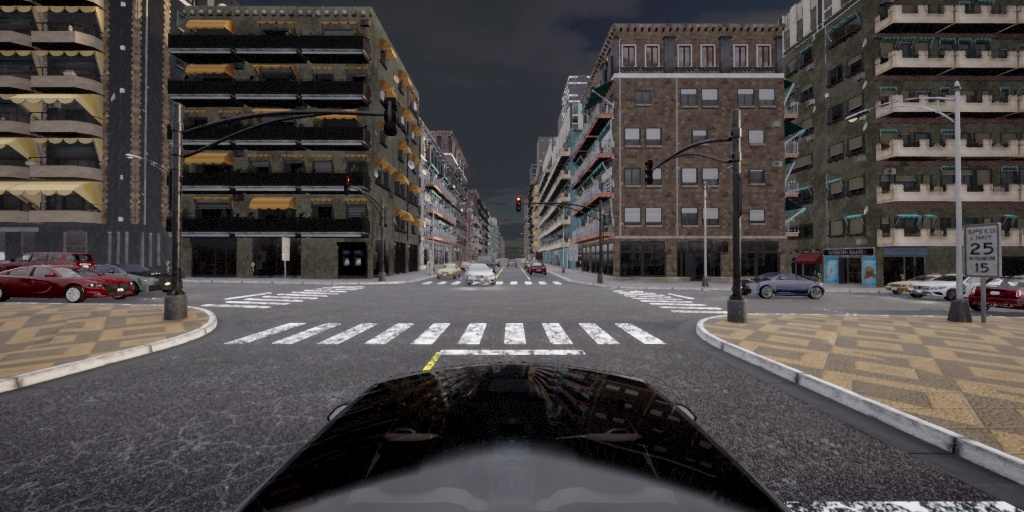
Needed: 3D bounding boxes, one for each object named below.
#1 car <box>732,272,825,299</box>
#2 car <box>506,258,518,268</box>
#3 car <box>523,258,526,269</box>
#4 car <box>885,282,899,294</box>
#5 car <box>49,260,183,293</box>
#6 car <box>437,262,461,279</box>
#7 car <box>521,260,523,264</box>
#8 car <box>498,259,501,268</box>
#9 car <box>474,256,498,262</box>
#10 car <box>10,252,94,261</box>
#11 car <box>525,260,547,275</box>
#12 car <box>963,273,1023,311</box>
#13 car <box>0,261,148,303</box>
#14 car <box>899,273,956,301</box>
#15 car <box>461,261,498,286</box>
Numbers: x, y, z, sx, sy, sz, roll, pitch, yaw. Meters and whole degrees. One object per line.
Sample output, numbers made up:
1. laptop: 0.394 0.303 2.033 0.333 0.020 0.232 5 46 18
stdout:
1. car: 14.573 1.584 19.748 4.181 1.385 1.994 1 -1 -1
2. car: 0.014 1.261 63.793 2.128 1.511 4.902 0 0 0
3. car: 2.700 1.201 43.888 1.967 1.591 4.097 0 0 0
4. car: 26.251 1.756 22.384 4.829 1.417 1.751 0 0 0
5. car: -17.674 1.049 16.307 4.181 1.385 1.994 1 -1 -1
6. car: -5.683 1.283 32.686 1.751 1.417 4.829 0 0 0
7. car: 2.702 1.348 54.934 1.802 1.307 4.207 0 0 0
8. car: -3.035 1.276 64.154 1.837 1.490 4.892 0 0 1
9. car: -3.097 0.983 41.037 2.150 2.045 5.566 0 0 0
10. car: -28.642 0.686 22.013 5.009 1.841 2.192 0 0 0
11. car: 2.699 1.305 38.364 1.888 1.381 4.507 0 0 0
12. car: 20.837 1.501 14.030 4.097 1.591 1.967 0 0 0
13. car: -17.260 1.011 13.716 4.507 1.381 1.888 0 0 0
14. car: 24.837 1.706 19.822 4.674 1.442 1.812 1 -1 0
15. car: -2.410 1.281 25.643 1.812 1.442 4.674 0 0 -12
